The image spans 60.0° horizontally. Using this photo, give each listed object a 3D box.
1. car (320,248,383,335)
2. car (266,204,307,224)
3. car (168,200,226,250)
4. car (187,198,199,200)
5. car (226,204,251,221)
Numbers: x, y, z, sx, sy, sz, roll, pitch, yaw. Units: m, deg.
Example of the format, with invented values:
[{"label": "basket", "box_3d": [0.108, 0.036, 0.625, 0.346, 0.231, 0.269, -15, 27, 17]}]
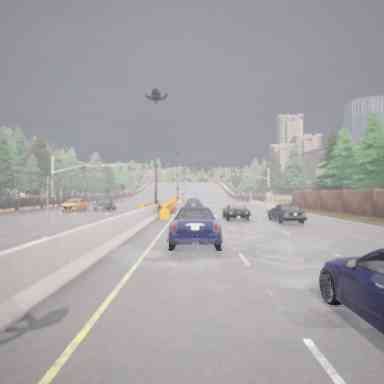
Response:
[{"label": "car", "box_3d": [3.607, 1.543, 5.129, 1.812, 1.442, 4.674, 0, 0, 0]}, {"label": "car", "box_3d": [7.133, 1.621, 25.464, 2.033, 1.411, 5.357, 0, 0, 0]}, {"label": "car", "box_3d": [0.119, 1.389, 14.652, 2.097, 1.767, 4.553, 0, 0, 0]}, {"label": "car", "box_3d": [0.148, 1.445, 36.126, 2.097, 1.767, 4.553, 0, 0, 0]}, {"label": "car", "box_3d": [3.637, 1.677, 28.104, 1.895, 1.301, 4.718, 0, 0, 0]}]
